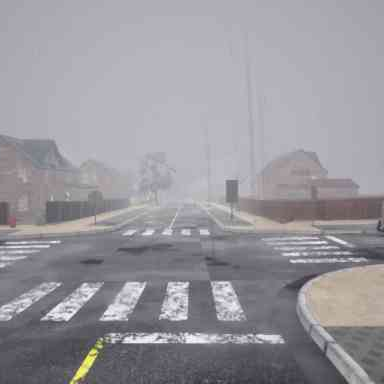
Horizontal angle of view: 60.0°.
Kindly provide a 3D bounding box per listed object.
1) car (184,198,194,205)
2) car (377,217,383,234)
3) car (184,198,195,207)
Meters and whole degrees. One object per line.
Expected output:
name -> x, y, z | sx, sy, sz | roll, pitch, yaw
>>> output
car -> -0.596, 1.834, 66.817 | 1.994, 1.385, 4.181 | 0, 0, -2
car -> 10.706, 1.254, 14.389 | 5.008, 1.535, 1.882 | -1, 2, 0
car -> -0.452, 1.713, 56.789 | 1.812, 1.442, 4.674 | 0, 0, -1
